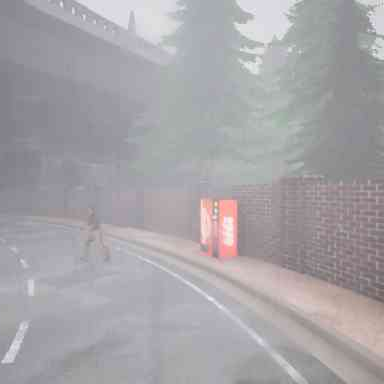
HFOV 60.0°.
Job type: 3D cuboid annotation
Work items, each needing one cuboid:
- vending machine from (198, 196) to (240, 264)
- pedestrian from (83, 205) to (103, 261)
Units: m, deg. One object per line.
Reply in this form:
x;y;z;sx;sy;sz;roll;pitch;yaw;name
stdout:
0.895;1.194;11.054;1.100;2.100;0.880;0;0;-28;vending machine
-3.102;1.292;10.460;0.375;1.860;0.375;0;0;-30;pedestrian
